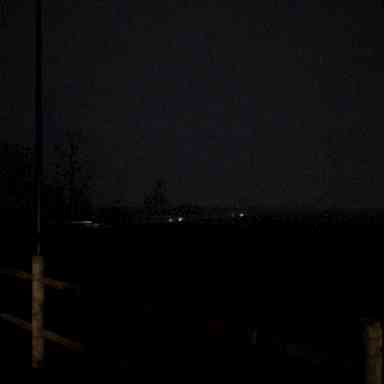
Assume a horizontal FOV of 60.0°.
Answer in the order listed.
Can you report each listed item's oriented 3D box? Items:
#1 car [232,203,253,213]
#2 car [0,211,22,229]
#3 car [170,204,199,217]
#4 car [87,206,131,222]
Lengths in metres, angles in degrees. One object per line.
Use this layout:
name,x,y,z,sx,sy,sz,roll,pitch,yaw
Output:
car,8.370,2.490,53.908,1.812,1.442,4.674,1,-1,36
car,-14.383,1.769,22.226,2.033,1.411,5.357,1,-1,35
car,-0.744,2.226,41.306,1.837,1.490,4.892,1,-1,35
car,-7.758,2.029,31.502,1.994,1.385,4.181,1,-1,35
